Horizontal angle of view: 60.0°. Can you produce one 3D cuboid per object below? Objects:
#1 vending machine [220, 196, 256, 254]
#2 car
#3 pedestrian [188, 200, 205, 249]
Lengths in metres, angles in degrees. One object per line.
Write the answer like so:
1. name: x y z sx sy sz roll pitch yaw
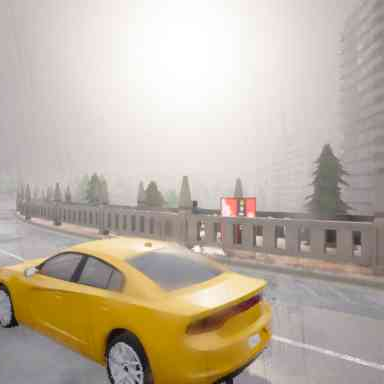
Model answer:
1. vending machine: 1.764 1.195 12.652 0.880 2.100 1.100 0 0 41
2. car: -1.257 1.477 5.181 5.008 1.535 1.882 0 0 38
3. pedestrian: 0.136 1.141 12.074 0.375 1.860 0.375 0 0 41
